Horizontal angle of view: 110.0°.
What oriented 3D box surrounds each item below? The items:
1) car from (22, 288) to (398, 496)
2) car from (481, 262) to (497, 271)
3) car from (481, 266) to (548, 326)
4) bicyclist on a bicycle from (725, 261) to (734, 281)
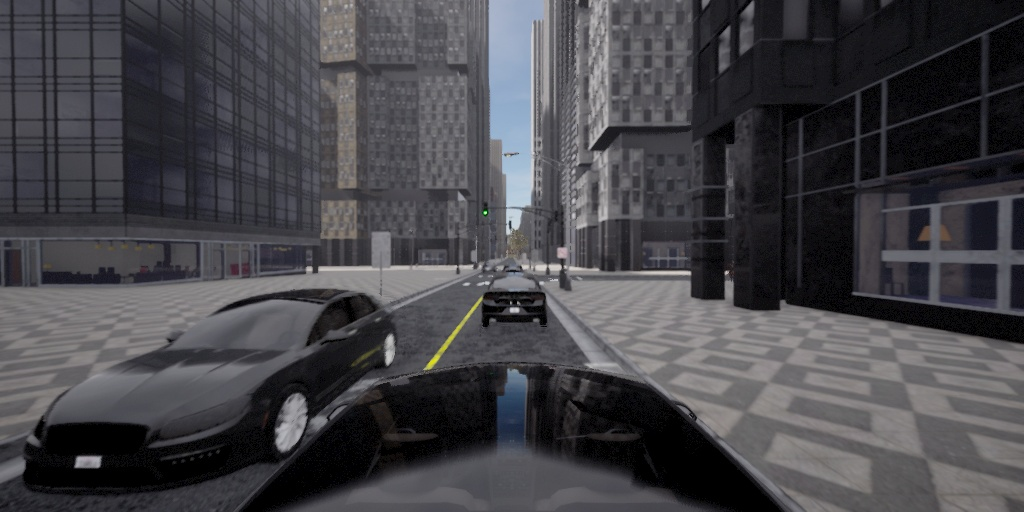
[{"bbox_3d":[-3.097,1.269,5.049,1.837,1.490,4.892,0,0,0],"label":"car"},{"bbox_3d":[-3.089,1.554,48.658,2.128,1.511,4.902,0,0,0],"label":"car"},{"bbox_3d":[0.083,1.277,11.923,1.882,1.535,5.008,0,0,0],"label":"car"},{"bbox_3d":[17.499,1.259,28.667,0.582,1.620,1.656,0,0,0],"label":"bicyclist on a bicycle"}]
